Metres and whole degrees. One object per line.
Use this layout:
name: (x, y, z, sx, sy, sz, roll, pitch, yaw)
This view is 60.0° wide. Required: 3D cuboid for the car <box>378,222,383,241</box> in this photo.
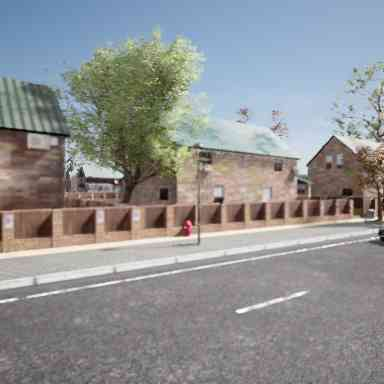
car: (10.128, 1.418, 14.673, 4.674, 1.442, 1.812, 0, 0, -34)
